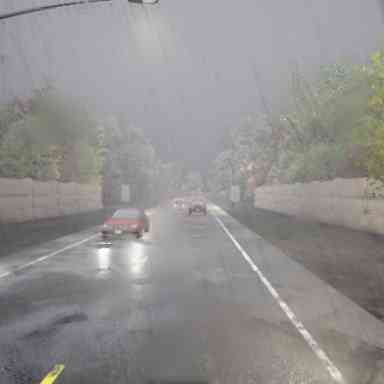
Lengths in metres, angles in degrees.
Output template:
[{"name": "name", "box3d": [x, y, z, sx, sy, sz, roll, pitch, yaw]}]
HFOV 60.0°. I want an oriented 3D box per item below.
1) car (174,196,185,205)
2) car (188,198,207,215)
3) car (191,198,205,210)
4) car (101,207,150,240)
[{"name": "car", "box3d": [-2.392, 1.484, 64.559, 2.097, 1.767, 4.553, 0, 0, 2]}, {"name": "car", "box3d": [0.590, 1.615, 35.124, 1.812, 1.442, 4.674, -1, -1, 1]}, {"name": "car", "box3d": [0.833, 1.632, 46.852, 1.837, 1.490, 4.892, 0, 0, 1]}, {"name": "car", "box3d": [-3.319, 1.561, 17.439, 1.812, 1.442, 4.674, 0, 0, 1]}]
